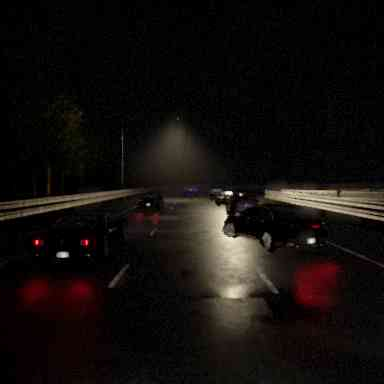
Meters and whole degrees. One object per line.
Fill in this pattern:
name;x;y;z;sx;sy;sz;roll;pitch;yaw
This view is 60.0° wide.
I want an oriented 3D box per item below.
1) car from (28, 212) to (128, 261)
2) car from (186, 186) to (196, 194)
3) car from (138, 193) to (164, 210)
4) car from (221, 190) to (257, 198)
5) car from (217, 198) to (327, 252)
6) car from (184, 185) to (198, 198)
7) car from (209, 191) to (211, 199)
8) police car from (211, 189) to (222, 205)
car;-3.438;1.317;11.064;1.895;1.301;4.718;0;1;0
car;-0.244;-0.561;74.519;2.097;1.767;4.553;0;1;0
car;-3.495;0.771;28.861;1.812;1.442;4.674;0;2;0
car;3.426;0.845;22.542;2.033;1.649;4.856;0;2;0
car;2.878;1.184;12.496;1.837;1.490;4.892;0;2;-19
car;-0.177;-0.197;53.930;2.150;2.045;5.566;0;1;0
car;3.354;0.314;44.536;2.128;1.511;4.902;0;2;0
police car;3.390;0.622;33.540;2.038;1.542;4.974;0;2;0
